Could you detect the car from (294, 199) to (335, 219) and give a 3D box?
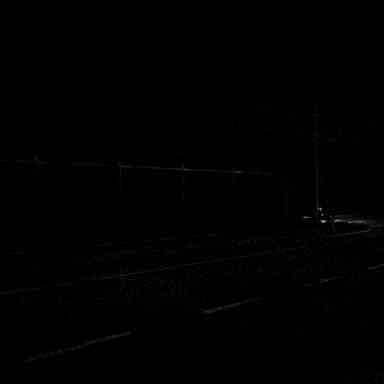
[{"bbox_3d":[10.124,1.407,29.150,2.097,1.767,4.553,0,0,-34],"label":"car"}]

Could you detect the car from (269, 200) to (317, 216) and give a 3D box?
[{"bbox_3d":[10.462,1.581,34.835,1.812,1.442,4.674,0,0,-36],"label":"car"}]
